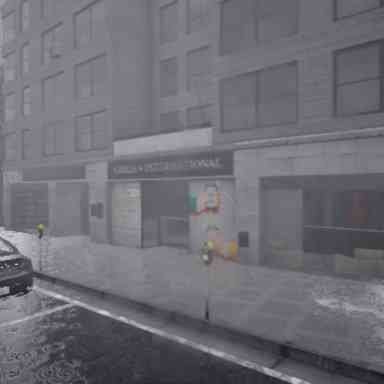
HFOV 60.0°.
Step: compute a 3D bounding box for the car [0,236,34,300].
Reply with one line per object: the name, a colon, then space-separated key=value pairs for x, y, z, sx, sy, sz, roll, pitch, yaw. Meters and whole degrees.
car: x=-5.178 y=1.607 z=7.450 sx=4.403 sy=1.369 sz=2.008 roll=-1 pitch=1 yaw=39
